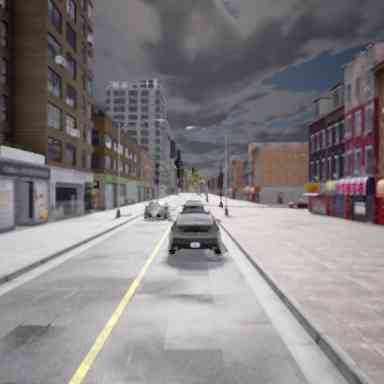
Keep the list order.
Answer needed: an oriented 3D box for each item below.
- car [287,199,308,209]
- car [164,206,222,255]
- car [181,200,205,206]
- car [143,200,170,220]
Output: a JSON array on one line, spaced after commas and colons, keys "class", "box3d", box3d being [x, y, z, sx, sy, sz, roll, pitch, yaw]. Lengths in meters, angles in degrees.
[{"class": "car", "box3d": [16.400, 1.735, 49.897, 4.097, 1.590, 1.967, 1, -1, 0]}, {"class": "car", "box3d": [0.107, 1.478, 13.110, 1.837, 1.490, 4.892, 0, -1, 0]}, {"class": "car", "box3d": [0.104, 1.451, 28.853, 1.837, 1.490, 4.892, 0, 0, 0]}, {"class": "car", "box3d": [-2.822, 1.440, 27.435, 2.128, 1.511, 4.902, 0, 0, 0]}]
